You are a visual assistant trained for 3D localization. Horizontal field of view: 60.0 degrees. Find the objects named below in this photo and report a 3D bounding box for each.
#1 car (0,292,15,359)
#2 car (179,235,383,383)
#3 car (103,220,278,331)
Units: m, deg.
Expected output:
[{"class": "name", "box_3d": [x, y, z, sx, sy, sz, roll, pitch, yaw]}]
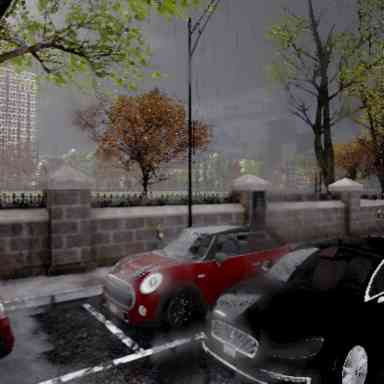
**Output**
[{"class": "car", "box_3d": [-4.279, 1.440, 3.508, 4.097, 1.590, 1.967, 0, 0, -36]}, {"class": "car", "box_3d": [2.391, 1.503, 5.084, 4.892, 1.490, 1.837, 0, 0, -36]}, {"class": "car", "box_3d": [0.303, 1.438, 6.778, 4.097, 1.590, 1.967, 0, 0, -36]}]
